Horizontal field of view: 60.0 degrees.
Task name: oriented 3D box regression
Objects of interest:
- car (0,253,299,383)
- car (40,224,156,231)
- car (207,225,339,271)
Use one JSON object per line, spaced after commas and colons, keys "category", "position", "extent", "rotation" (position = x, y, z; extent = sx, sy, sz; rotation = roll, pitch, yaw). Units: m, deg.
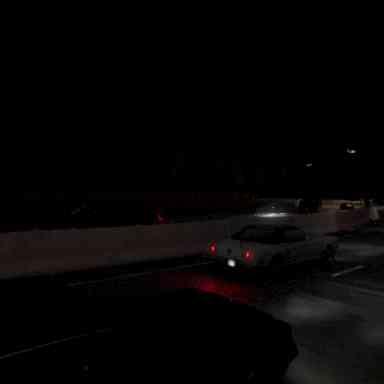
{"category": "car", "position": [-1.142, 1.620, 3.071], "extent": [4.718, 1.301, 1.895], "rotation": [1, -1, -36]}
{"category": "car", "position": [-3.859, 1.322, 14.432], "extent": [5.566, 2.045, 2.150], "rotation": [1, -1, -40]}
{"category": "car", "position": [2.789, 1.708, 10.658], "extent": [4.718, 1.301, 1.895], "rotation": [1, -1, -40]}
